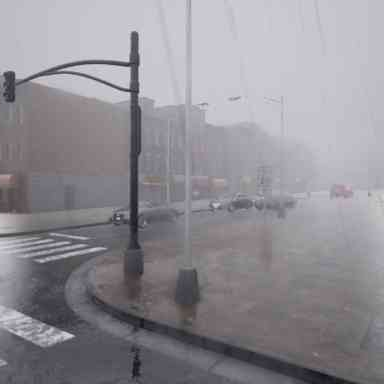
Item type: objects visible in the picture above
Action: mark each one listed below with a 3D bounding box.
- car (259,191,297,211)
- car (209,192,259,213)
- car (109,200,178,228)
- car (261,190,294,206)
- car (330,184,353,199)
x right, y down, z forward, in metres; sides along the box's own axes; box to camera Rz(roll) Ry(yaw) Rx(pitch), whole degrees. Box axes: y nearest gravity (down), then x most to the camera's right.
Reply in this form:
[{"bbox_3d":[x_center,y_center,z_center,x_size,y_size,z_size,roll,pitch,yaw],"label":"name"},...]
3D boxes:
[{"bbox_3d":[6.928,0.873,27.073,1.895,1.301,4.718,0,2,36],"label":"car"},{"bbox_3d":[3.204,0.804,26.927,2.128,1.511,4.902,0,2,35],"label":"car"},{"bbox_3d":[-2.629,1.137,18.747,1.994,1.385,4.181,0,2,36],"label":"car"},{"bbox_3d":[9.172,0.582,35.285,1.812,1.442,4.674,0,2,36],"label":"car"},{"bbox_3d":[21.172,-0.084,47.033,2.150,2.045,5.566,0,2,36],"label":"car"}]
